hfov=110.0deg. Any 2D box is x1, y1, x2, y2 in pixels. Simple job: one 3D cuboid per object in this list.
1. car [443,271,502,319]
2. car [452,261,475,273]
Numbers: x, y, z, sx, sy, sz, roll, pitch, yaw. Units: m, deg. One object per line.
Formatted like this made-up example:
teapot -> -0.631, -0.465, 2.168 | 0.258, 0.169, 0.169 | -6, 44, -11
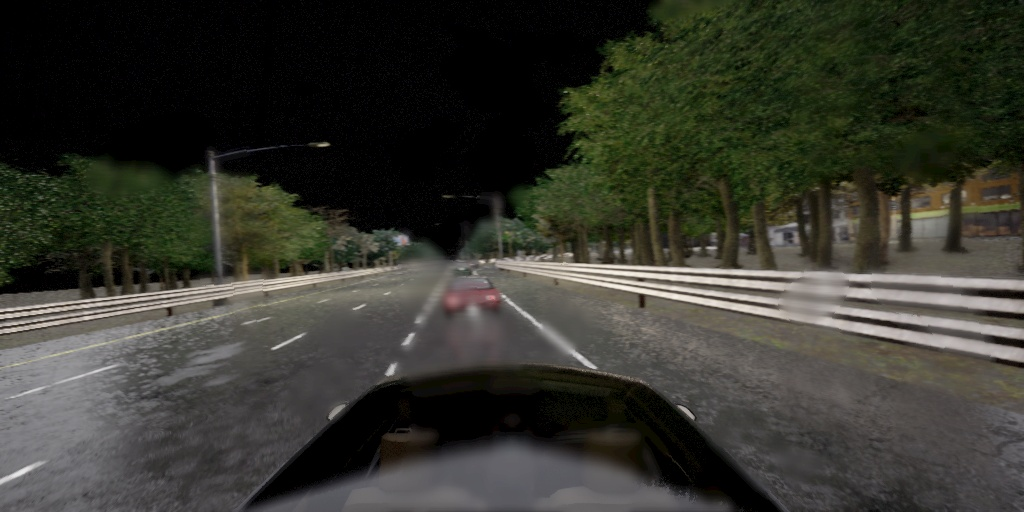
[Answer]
car -> -1.586, 1.449, 13.695 | 1.895, 1.301, 4.718 | -4, 0, -9
car -> -5.639, 1.455, 40.320 | 2.097, 1.767, 4.553 | -4, 0, -9
